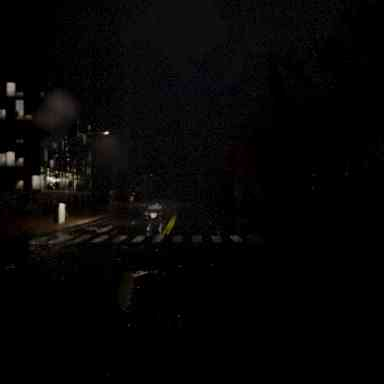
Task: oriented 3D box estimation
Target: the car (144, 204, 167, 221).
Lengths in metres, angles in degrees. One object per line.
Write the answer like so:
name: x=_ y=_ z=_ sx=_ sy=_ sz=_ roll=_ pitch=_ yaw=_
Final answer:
car: x=-3.436 y=1.918 z=31.621 sx=2.128 sy=1.511 sz=4.902 roll=0 pitch=-1 yaw=-1
